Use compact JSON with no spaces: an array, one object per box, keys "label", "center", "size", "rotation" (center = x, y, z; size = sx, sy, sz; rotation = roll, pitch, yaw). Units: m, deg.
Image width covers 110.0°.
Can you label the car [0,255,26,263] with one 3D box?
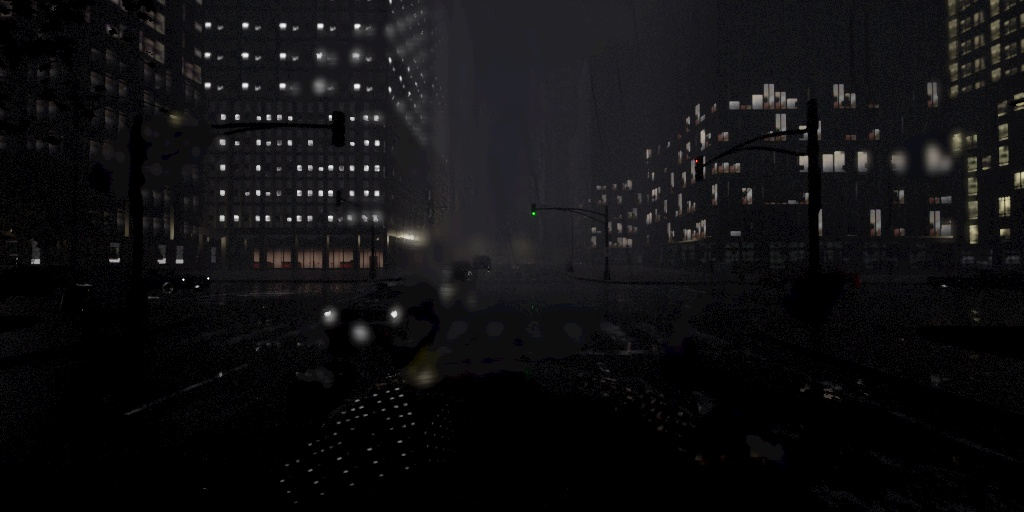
[{"label":"car","center":[-28.640,0.912,19.382],"size":[5.566,2.045,2.150],"rotation":[0,-1,2]}]

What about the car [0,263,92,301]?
[{"label":"car","center":[-20.243,1.160,15.871],"size":[4.892,1.490,1.837],"rotation":[0,-1,2]}]

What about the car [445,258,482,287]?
[{"label":"car","center":[-3.532,1.187,25.279],"size":[2.097,1.767,4.553],"rotation":[0,-1,-1]}]

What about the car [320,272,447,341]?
[{"label":"car","center":[-3.284,1.322,9.993],"size":[1.895,1.301,4.718],"rotation":[0,1,0]}]

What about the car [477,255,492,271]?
[{"label":"car","center":[-3.954,0.960,48.870],"size":[2.150,2.045,5.566],"rotation":[0,1,-1]}]

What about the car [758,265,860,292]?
[{"label":"car","center":[17.195,1.279,20.950],"size":[5.008,1.535,1.882],"rotation":[0,-1,2]}]

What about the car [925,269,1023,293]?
[{"label":"car","center":[27.135,1.414,20.671],"size":[4.718,1.301,1.895],"rotation":[0,-1,1]}]

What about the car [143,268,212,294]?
[{"label":"car","center":[-18.884,1.305,19.079],"size":[4.718,1.301,1.895],"rotation":[0,-1,2]}]
